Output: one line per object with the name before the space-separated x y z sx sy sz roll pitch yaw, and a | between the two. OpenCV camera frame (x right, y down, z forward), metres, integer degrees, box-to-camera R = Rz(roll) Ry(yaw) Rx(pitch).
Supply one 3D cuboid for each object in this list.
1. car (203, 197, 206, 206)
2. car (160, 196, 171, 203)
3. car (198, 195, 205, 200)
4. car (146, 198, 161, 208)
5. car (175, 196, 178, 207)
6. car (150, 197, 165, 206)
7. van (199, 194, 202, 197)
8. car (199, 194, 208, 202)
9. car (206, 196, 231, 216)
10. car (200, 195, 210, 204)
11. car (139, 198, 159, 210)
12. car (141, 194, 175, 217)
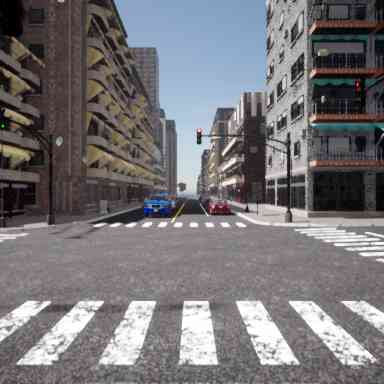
car | 2.707 1.555 38.575 2.008 1.369 4.403 0 0 0
car | -5.661 1.561 71.784 1.887 1.381 4.507 0 0 0
car | 2.727 1.576 93.917 1.887 1.381 4.507 0 0 0
car | -5.669 1.588 49.647 1.802 1.307 4.206 0 0 0
car | -3.084 1.530 41.506 1.812 1.442 4.674 0 0 0
car | -5.667 1.574 55.182 1.947 1.339 4.313 0 0 0
van | 2.718 1.354 66.247 1.690 1.788 3.998 0 0 0
car | 2.715 1.592 60.712 1.802 1.307 4.206 0 0 0
car | 2.705 1.443 33.041 1.967 1.590 4.097 0 0 0
car | 2.713 1.590 55.178 1.802 1.307 4.206 0 0 0
car | -5.672 1.556 44.113 2.008 1.369 4.403 0 0 0
car | -3.087 1.225 31.190 2.150 2.045 5.566 0 0 0
